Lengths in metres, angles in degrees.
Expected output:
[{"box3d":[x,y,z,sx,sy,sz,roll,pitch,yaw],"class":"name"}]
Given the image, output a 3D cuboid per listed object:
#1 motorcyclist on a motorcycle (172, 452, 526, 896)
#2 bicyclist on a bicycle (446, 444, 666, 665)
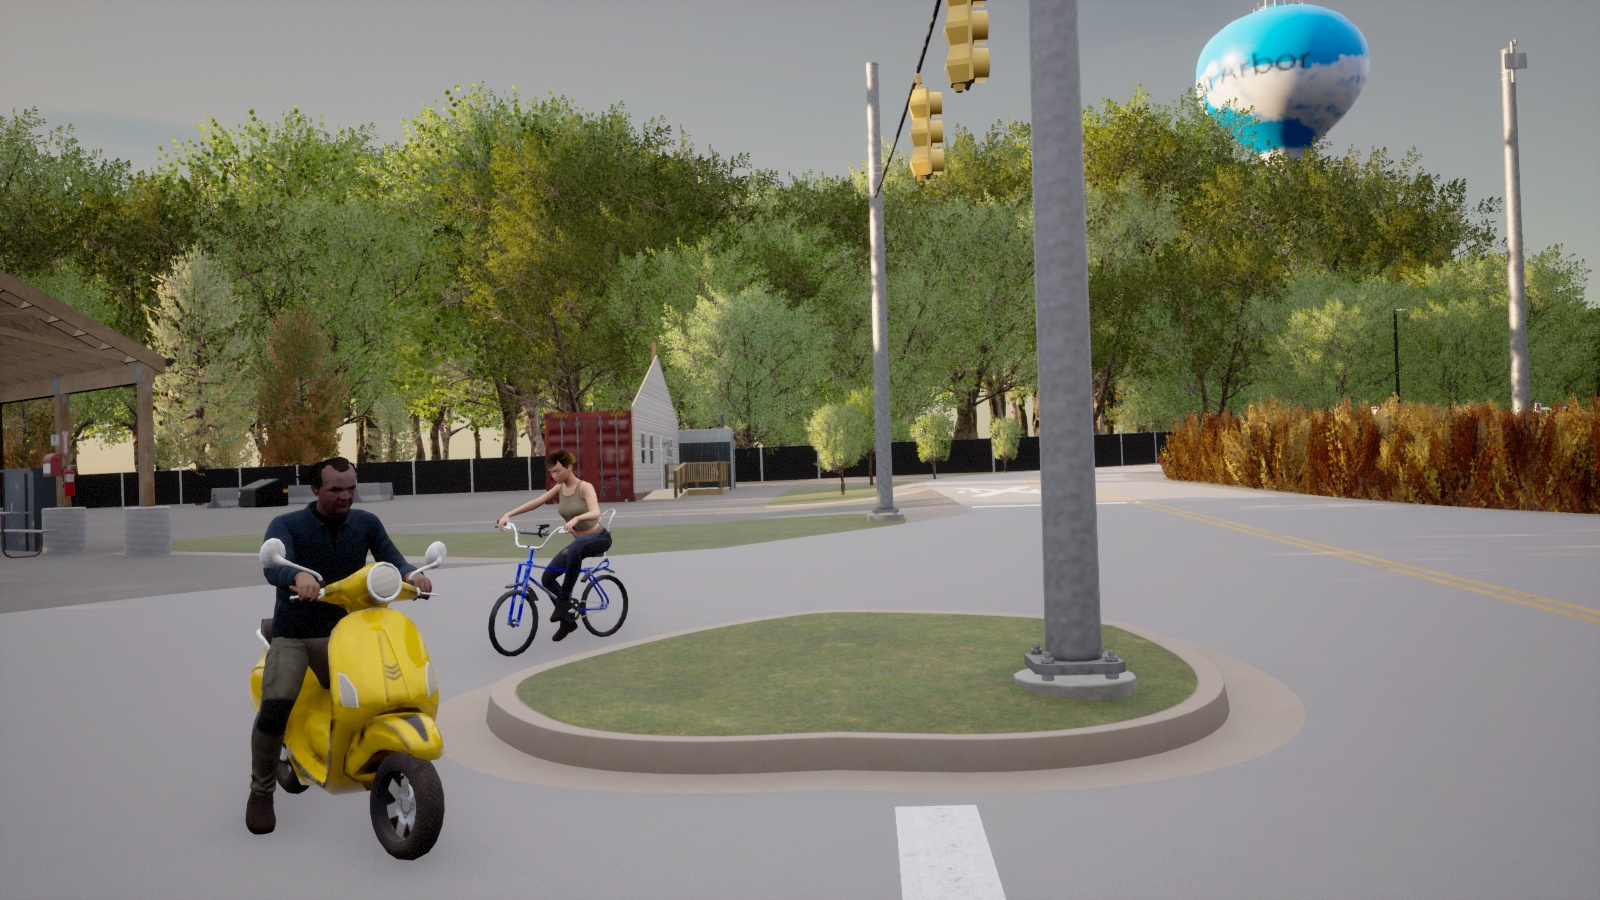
[{"box3d":[-2.026,0.809,5.480,0.866,1.590,1.817,0,0,-40],"class":"motorcyclist on a motorcycle"},{"box3d":[-1.978,0.794,10.330,0.866,1.612,1.509,-1,2,39],"class":"bicyclist on a bicycle"}]
